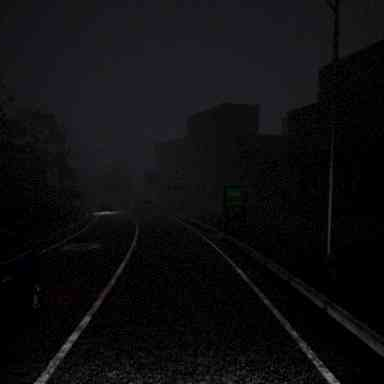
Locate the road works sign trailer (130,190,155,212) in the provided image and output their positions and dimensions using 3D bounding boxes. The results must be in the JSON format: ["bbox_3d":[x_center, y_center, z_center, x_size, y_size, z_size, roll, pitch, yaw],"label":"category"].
[{"bbox_3d":[-6.457,1.166,42.693,2.380,2.880,3.560,-2,0,-24],"label":"road works sign trailer"}]

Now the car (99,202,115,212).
[{"bbox_3d":[-12.287,2.114,47.710,2.033,1.411,5.357,-2,0,-20],"label":"car"}]

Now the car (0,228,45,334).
[{"bbox_3d":[-3.812,1.405,4.535,2.097,1.767,4.553,0,-1,-3],"label":"car"}]
